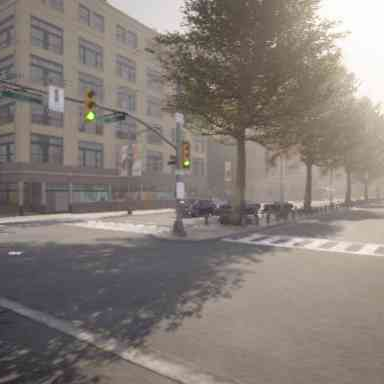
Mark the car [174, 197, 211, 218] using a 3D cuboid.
[{"bbox_3d":[0.369,1.347,30.509,2.097,1.767,4.553,0,0,36],"label":"car"}]

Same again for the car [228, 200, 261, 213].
[{"bbox_3d":[6.206,1.597,38.759,1.895,1.301,4.718,0,0,36],"label":"car"}]

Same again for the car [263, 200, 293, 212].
[{"bbox_3d":[9.753,1.598,37.702,1.895,1.301,4.718,0,0,36],"label":"car"}]

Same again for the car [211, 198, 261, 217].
[{"bbox_3d":[4.009,1.349,29.605,2.097,1.767,4.553,0,0,35],"label":"car"}]
